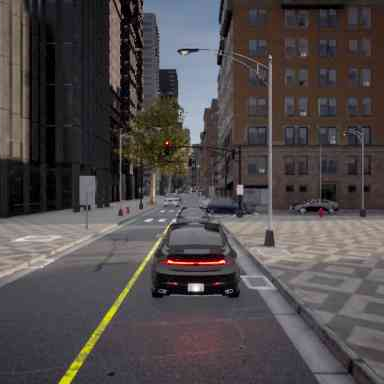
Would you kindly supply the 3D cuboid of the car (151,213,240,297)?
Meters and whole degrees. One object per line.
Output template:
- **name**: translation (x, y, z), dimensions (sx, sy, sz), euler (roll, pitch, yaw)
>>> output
- **car**: translation (0.082, 1.505, 8.527), dimensions (1.837, 1.490, 4.892), euler (0, 0, 0)

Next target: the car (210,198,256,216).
- **car**: translation (3.707, 1.346, 31.704), dimensions (4.553, 1.767, 2.097), euler (0, 0, 24)

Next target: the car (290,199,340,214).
- **car**: translation (12.610, 1.471, 34.241), dimensions (4.902, 1.511, 2.128), euler (0, 0, 0)

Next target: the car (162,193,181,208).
- **car**: translation (-3.109, 1.221, 49.128), dimensions (2.150, 2.045, 5.566), euler (0, 0, -2)

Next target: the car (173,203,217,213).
- **car**: translation (0.057, 1.547, 18.263), dimensions (2.033, 1.411, 5.357), euler (0, 0, 0)
